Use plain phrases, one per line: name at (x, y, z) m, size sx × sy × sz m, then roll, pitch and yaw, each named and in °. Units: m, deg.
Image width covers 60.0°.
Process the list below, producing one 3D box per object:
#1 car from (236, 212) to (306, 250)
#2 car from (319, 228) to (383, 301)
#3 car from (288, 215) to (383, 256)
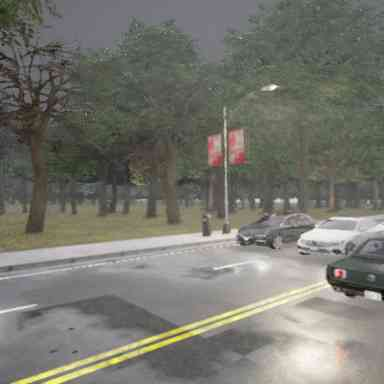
car at (4.143, 1.726, 15.556) m, size 4.892 × 1.490 × 1.837 m, roll 0°, pitch -1°, yaw -39°
car at (5.125, 1.669, 7.684) m, size 4.718 × 1.301 × 1.895 m, roll 0°, pitch -1°, yaw -40°
car at (5.981, 1.674, 12.874) m, size 4.674 × 1.442 × 1.812 m, roll 0°, pitch -1°, yaw -39°
